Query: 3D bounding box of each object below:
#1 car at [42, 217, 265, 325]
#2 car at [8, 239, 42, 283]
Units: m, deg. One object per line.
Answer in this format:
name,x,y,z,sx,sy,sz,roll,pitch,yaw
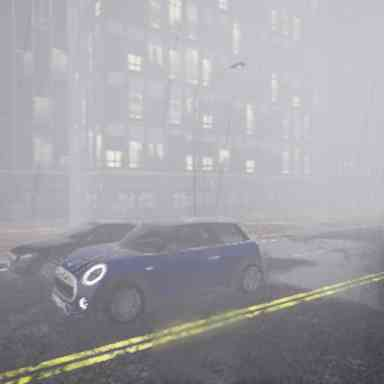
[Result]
car,-0.556,1.391,7.281,4.553,1.767,2.097,1,0,-35
car,-2.709,1.561,9.737,4.674,1.442,1.812,1,0,-35
